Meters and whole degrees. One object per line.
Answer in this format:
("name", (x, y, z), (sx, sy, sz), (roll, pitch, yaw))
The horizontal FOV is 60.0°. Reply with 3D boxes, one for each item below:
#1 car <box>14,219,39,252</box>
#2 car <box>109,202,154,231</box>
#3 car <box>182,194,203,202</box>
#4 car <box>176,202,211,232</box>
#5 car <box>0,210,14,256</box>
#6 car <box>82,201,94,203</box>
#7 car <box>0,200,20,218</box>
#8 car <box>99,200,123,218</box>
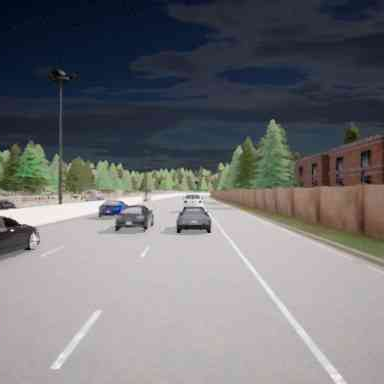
("car", (-6.900, 1.495, 11.101), (1.837, 1.490, 4.892), (0, 0, 0))
("car", (-3.409, 1.507, 20.193), (1.812, 1.442, 4.674), (0, 0, 0))
("car", (0.101, 1.187, 38.006), (2.150, 2.045, 5.566), (0, 0, 0))
("car", (0.101, 1.546, 19.779), (1.994, 1.385, 4.181), (0, 0, 0))
("car", (-3.399, 1.220, 1.508), (2.150, 2.045, 5.566), (0, 0, 0))
("car", (-14.051, 1.435, 47.193), (1.882, 1.535, 5.008), (0, 0, 0))
("car", (-17.594, 1.479, 29.716), (1.837, 1.490, 4.892), (0, 0, 0))
("car", (-6.900, 1.451, 29.813), (1.882, 1.535, 5.008), (0, 0, 0))
